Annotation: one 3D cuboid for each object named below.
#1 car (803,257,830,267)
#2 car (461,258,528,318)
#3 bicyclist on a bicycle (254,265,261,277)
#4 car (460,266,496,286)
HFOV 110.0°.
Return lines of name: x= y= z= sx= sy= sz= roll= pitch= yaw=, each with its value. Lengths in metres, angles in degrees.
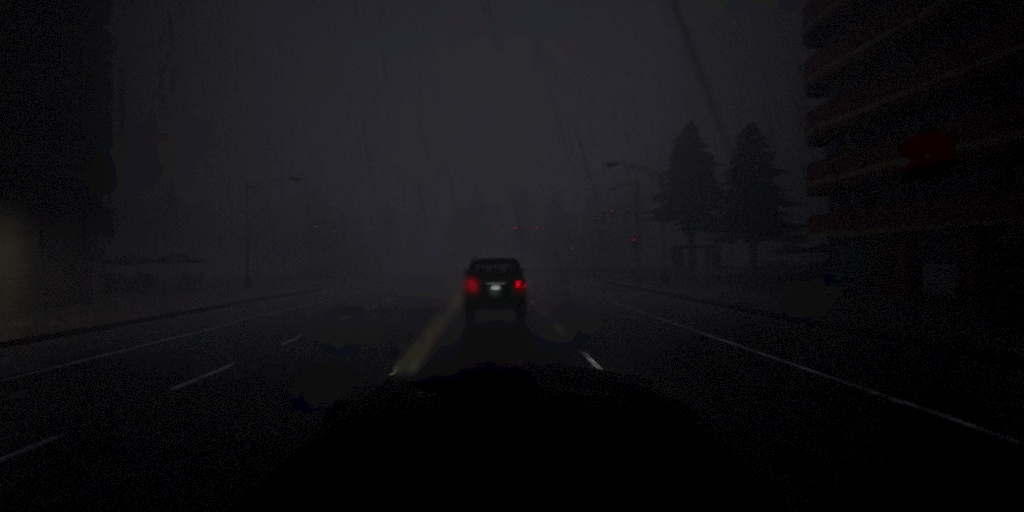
car: x=39.947 y=0.886 z=45.524 sx=5.008 sy=1.535 sz=1.882 roll=-1 pitch=-1 yaw=7
car: x=-0.643 y=1.090 z=13.793 sx=2.150 sy=2.045 sz=5.566 roll=-1 pitch=0 yaw=-3
bicyclist on a bicycle: x=-32.483 y=1.929 z=45.823 sx=0.582 sy=1.620 sz=1.656 roll=-1 pitch=0 yaw=-4
car: x=-2.921 y=1.600 z=29.831 sx=1.994 sy=1.385 sz=4.181 roll=-1 pitch=0 yaw=-20
